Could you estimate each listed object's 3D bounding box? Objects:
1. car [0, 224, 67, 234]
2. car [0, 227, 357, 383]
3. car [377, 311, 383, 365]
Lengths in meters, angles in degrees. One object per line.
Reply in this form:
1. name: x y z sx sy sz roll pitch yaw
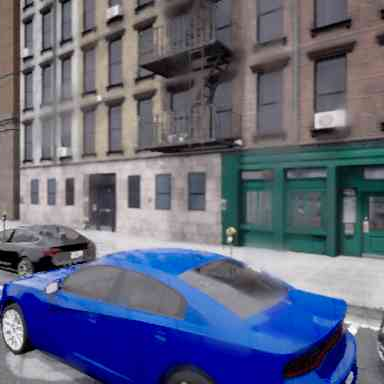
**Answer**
1. car: -4.542 1.580 9.442 4.313 1.339 1.947 0 0 36
2. car: -0.620 1.486 4.405 5.008 1.535 1.882 0 0 36
3. car: 4.259 1.560 3.140 4.403 1.369 2.008 0 0 36
